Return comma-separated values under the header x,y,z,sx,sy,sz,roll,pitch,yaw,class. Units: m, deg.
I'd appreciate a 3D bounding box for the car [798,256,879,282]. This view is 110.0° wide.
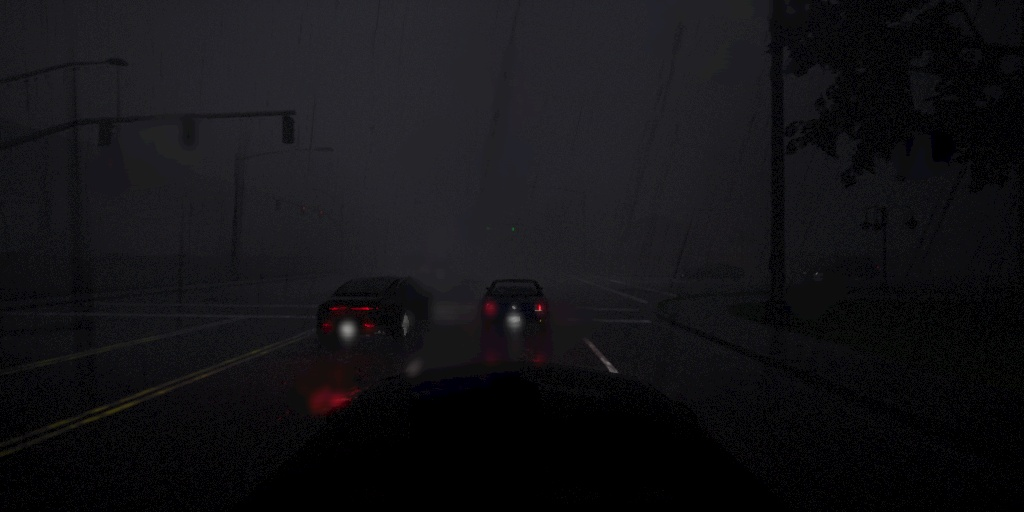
x,y,z,sx,sy,sz,roll,pitch,yaw,class
27.203,1.054,29.912,5.566,2.045,2.150,0,0,-1,car

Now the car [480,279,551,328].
x,y,z,sx,sy,sz,roll,pitch,yaw,class
0.094,1.380,11.532,1.895,1.301,4.718,0,0,0,car

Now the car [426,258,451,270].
x,y,z,sx,sy,sz,roll,pitch,yaw,class
-10.594,1.367,51.942,1.895,1.301,4.718,0,1,0,car

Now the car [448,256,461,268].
x,y,z,sx,sy,sz,roll,pitch,yaw,class
-10.546,1.160,61.343,1.882,1.535,5.008,0,1,0,car

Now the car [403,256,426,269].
x,y,z,sx,sy,sz,roll,pitch,yaw,class
-14.092,0.988,52.183,2.150,2.045,5.566,0,0,0,car

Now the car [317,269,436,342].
x,y,z,sx,sy,sz,roll,pitch,yaw,class
-3.412,1.279,9.879,1.837,1.490,4.892,0,0,0,car

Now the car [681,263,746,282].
x,y,z,sx,sy,sz,roll,pitch,yaw,class
16.565,1.324,29.637,4.902,1.511,2.128,0,0,-1,car
